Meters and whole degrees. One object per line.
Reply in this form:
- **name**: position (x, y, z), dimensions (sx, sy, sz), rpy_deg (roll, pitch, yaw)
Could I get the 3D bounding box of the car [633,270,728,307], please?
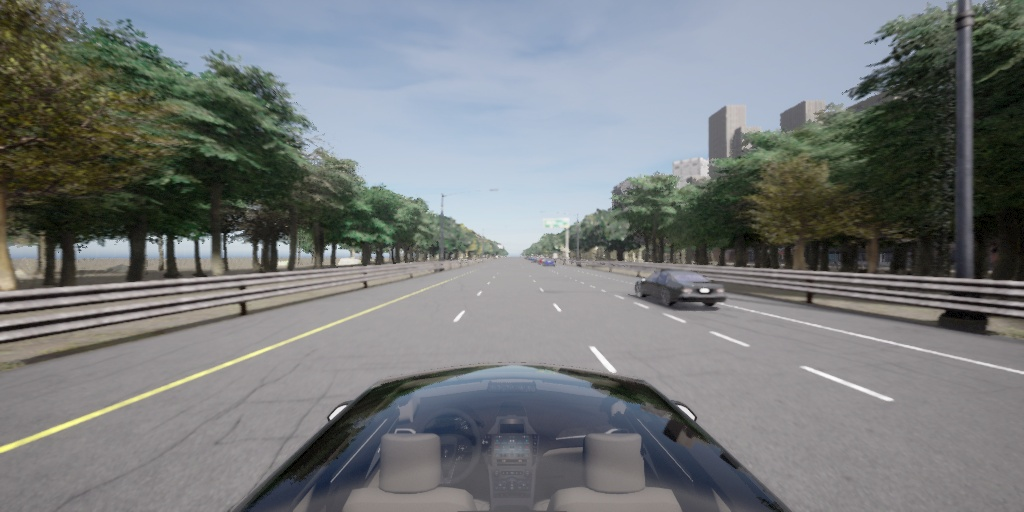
- **car**: position (7.007, 1.306, 15.563), dimensions (2.033, 1.411, 5.357), rpy_deg (0, 0, 0)
